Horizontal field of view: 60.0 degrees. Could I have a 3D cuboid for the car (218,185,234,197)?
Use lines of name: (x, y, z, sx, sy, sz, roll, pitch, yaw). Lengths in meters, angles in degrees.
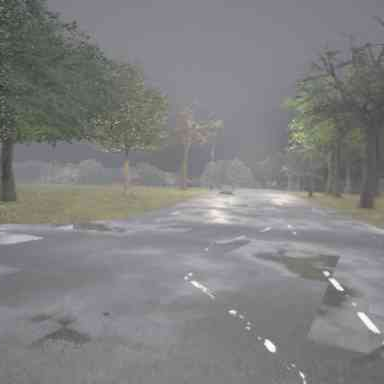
car: (4.861, -0.198, 46.629, 1.837, 1.490, 4.892, 2, 3, 10)
